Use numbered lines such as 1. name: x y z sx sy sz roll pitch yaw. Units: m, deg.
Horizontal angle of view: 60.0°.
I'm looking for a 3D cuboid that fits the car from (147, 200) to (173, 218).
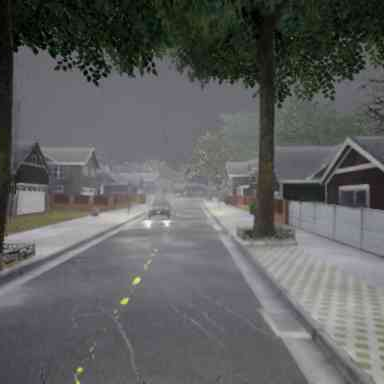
1. car: -2.773 1.457 29.575 1.837 1.490 4.892 0 0 0
